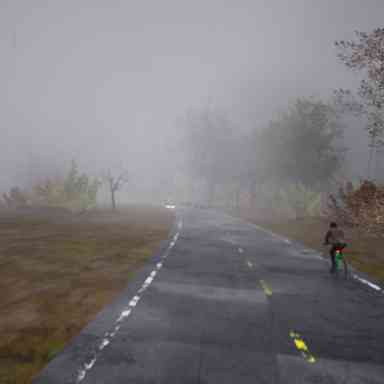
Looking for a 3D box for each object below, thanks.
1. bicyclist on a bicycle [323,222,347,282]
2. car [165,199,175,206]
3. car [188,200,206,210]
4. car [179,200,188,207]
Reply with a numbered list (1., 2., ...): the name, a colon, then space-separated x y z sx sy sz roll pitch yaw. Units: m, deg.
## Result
1. bicyclist on a bicycle: 4.219 1.723 9.829 0.582 1.620 1.656 2 -1 2
2. car: -5.002 2.347 74.974 2.128 1.511 4.902 2 -1 -12
3. car: 1.087 2.146 57.784 2.097 1.767 4.553 2 -1 -8
4. car: -1.536 2.388 72.981 1.882 1.535 5.008 2 -1 -12
